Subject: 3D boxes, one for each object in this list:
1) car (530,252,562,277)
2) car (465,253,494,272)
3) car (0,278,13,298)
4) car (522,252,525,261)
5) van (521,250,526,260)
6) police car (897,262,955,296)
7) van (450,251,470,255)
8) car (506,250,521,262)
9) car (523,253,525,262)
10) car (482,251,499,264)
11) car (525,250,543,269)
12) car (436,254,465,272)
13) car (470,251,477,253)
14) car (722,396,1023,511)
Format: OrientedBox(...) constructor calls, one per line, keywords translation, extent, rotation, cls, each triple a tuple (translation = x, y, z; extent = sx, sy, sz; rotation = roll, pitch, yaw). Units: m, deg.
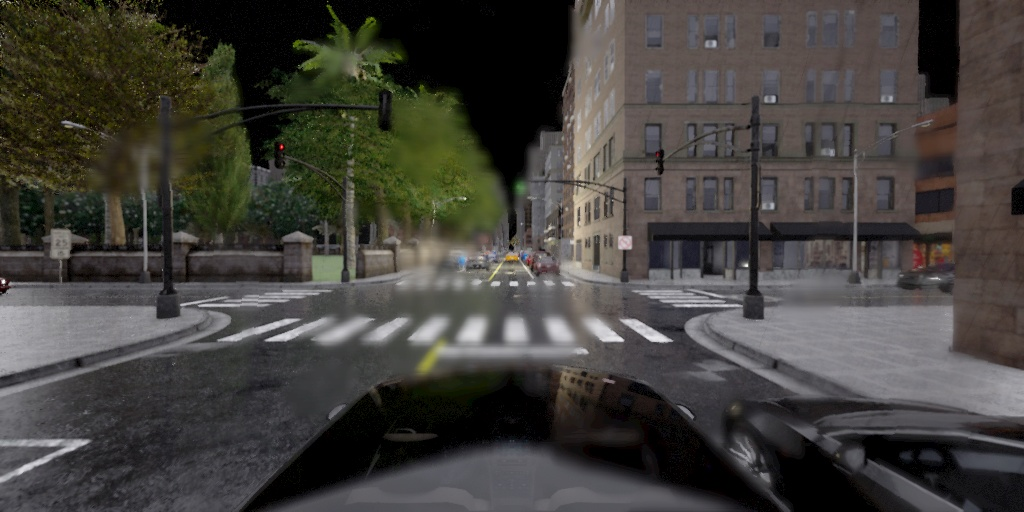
OrientedBox(translation=(2.672, 0.714, 27.854), extent=(1.967, 1.591, 4.097), rotation=(0, 0, 0), cls="car")
OrientedBox(translation=(-3.086, 0.727, 33.958), extent=(1.994, 1.385, 4.181), rotation=(0, 1, 0), cls="car")
OrientedBox(translation=(-22.494, 1.121, 13.678), extent=(4.718, 1.301, 1.895), rotation=(0, 1, 0), cls="car")
OrientedBox(translation=(2.675, 0.463, 49.484), extent=(1.802, 1.307, 4.207), rotation=(0, 0, 0), cls="car")
OrientedBox(translation=(2.676, 0.025, 60.298), extent=(1.690, 1.789, 3.998), rotation=(0, 0, 0), cls="van")
OrientedBox(translation=(20.918, 0.992, 16.643), extent=(4.974, 1.542, 2.038), rotation=(0, 1, 0), cls="police car")
OrientedBox(translation=(-5.852, 0.418, 38.686), extent=(1.690, 1.789, 3.998), rotation=(0, 0, 0), cls="van")
OrientedBox(translation=(0.008, 0.195, 58.431), extent=(1.882, 1.535, 5.008), rotation=(0, 1, 0), cls="car")
OrientedBox(translation=(2.674, 0.524, 44.076), extent=(1.888, 1.381, 4.507), rotation=(0, 0, 0), cls="car")
OrientedBox(translation=(-3.052, 0.355, 52.277), extent=(1.812, 1.442, 4.674), rotation=(0, 1, 0), cls="car")
OrientedBox(translation=(2.672, 0.490, 33.262), extent=(2.192, 1.841, 5.009), rotation=(0, 0, 0), cls="car")
OrientedBox(translation=(-5.853, 0.741, 33.280), extent=(1.948, 1.339, 4.313), rotation=(0, 0, 0), cls="car")
OrientedBox(translation=(-5.852, 0.418, 44.093), extent=(1.967, 1.591, 4.097), rotation=(0, 0, 0), cls="car")
OrientedBox(translation=(2.668, 1.323, 1.294), extent=(1.948, 1.339, 4.313), rotation=(0, 0, 0), cls="car")
